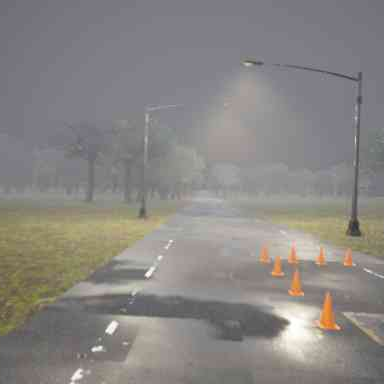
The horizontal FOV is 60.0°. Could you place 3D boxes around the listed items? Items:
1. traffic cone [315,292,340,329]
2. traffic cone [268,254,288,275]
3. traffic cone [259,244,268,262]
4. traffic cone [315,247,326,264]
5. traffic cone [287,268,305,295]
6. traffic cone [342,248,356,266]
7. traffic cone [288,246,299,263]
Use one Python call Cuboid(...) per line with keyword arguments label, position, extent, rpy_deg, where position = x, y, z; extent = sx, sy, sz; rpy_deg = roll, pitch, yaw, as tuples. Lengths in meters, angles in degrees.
Cuboid(label="traffic cone", position=(2.457, 2.123, 6.033), extent=(0.340, 0.580, 0.340), rpy_deg=(2, -1, 2))
Cuboid(label="traffic cone", position=(2.580, 2.167, 10.030), extent=(0.340, 0.580, 0.340), rpy_deg=(2, -1, 2))
Cuboid(label="traffic cone", position=(2.642, 2.188, 12.029), extent=(0.340, 0.580, 0.340), rpy_deg=(2, -1, 2))
Cuboid(label="traffic cone", position=(4.639, 2.271, 11.967), extent=(0.340, 0.580, 0.340), rpy_deg=(2, -1, 2))
Cuboid(label="traffic cone", position=(2.519, 2.146, 8.031), extent=(0.340, 0.580, 0.340), rpy_deg=(2, -1, 2))
Cuboid(label="traffic cone", position=(5.638, 2.313, 11.935), extent=(0.340, 0.580, 0.340), rpy_deg=(2, -1, 2))
Cuboid(label="traffic cone", position=(3.640, 2.230, 11.998), extent=(0.340, 0.580, 0.340), rpy_deg=(2, -1, 2))
